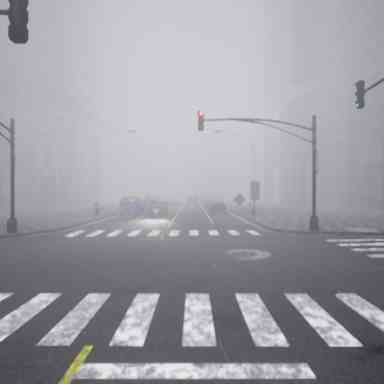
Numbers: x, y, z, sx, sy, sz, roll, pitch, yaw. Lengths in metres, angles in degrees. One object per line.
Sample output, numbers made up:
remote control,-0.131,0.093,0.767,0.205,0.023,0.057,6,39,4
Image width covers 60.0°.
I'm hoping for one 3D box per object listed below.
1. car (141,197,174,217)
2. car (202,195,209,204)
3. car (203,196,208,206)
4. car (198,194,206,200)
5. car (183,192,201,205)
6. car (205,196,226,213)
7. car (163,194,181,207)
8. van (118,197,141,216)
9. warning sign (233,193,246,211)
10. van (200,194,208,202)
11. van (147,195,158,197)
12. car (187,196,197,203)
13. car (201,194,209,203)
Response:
car,-3.094,1.467,31.010,2.128,1.511,4.902,0,0,0
car,2.779,1.515,47.987,1.887,1.381,4.507,0,0,0
car,2.780,1.516,42.462,1.887,1.381,4.507,0,0,0
car,2.773,1.402,92.191,1.967,1.590,4.097,0,0,0
car,0.065,1.320,56.973,2.097,1.767,4.553,0,0,0
car,2.781,1.518,36.936,1.887,1.381,4.507,0,0,0
car,-3.061,1.495,51.754,1.812,1.442,4.674,0,0,0
van,-5.776,1.316,31.430,1.690,1.788,3.998,0,0,0
warning sign,5.075,1.089,35.551,1.300,1.860,1.060,0,0,0
van,2.775,1.306,75.614,1.690,1.788,3.998,0,0,0
van,-5.772,1.311,48.005,1.690,1.788,3.998,0,0,0
car,0.007,1.493,66.651,1.812,1.442,4.674,0,0,0
car,2.778,1.494,53.682,1.752,1.417,4.829,0,0,0
